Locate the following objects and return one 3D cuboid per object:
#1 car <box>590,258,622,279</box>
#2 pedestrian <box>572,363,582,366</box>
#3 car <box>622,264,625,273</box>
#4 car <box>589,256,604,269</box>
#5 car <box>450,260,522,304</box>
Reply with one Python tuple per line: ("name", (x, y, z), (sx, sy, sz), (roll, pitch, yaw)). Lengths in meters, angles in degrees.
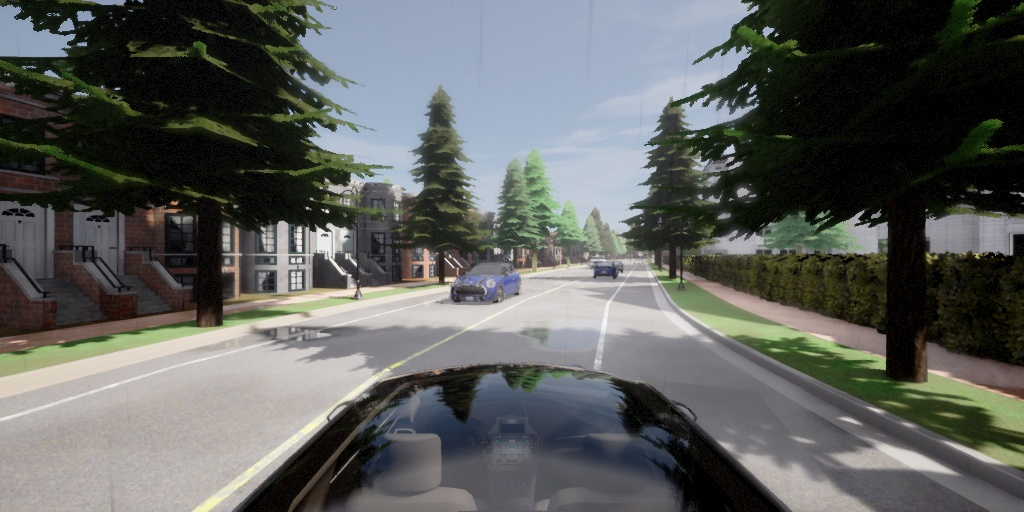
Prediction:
("car", (8.681, 1.226, 32.861), (1.882, 1.535, 5.008), (0, 0, 20))
("pedestrian", (0.302, 1.806, 5.098), (1.860, 0.375, 0.375), (0, 39, -16))
("car", (12.697, 1.296, 43.860), (2.033, 1.411, 5.357), (0, 0, 19))
("car", (13.731, 0.971, 57.457), (2.150, 2.045, 5.566), (0, 0, 20))
("car", (-1.037, 1.101, 16.394), (2.097, 1.767, 4.553), (0, 0, 17))
